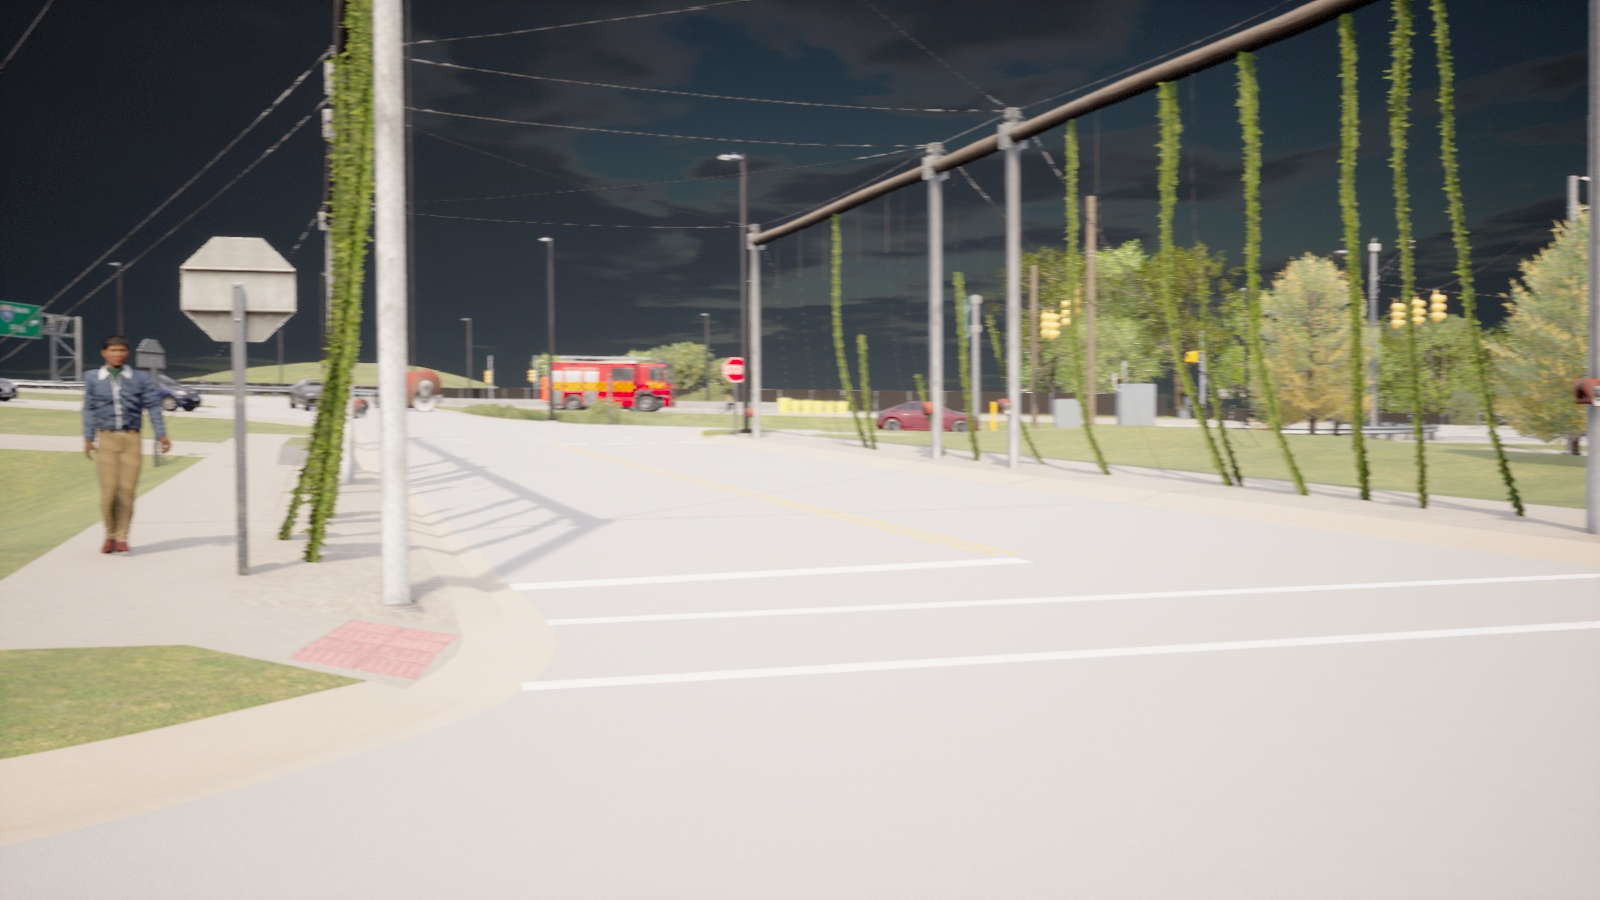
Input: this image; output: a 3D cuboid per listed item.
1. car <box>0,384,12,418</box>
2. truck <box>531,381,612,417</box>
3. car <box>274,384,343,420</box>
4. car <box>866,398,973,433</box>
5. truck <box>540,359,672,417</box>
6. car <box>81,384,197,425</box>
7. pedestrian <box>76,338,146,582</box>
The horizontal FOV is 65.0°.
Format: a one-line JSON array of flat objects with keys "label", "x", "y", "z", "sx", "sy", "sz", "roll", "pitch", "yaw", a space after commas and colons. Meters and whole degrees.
[{"label": "car", "x": -36.609, "y": -2.173, "z": 54.311, "sx": 3.806, "sy": 1.475, "sz": 1.970, "roll": 2, "pitch": 2, "yaw": 5}, {"label": "truck", "x": -16.304, "y": -3.612, "z": 89.806, "sx": 5.204, "sy": 2.467, "sz": 2.627, "roll": 0, "pitch": 1, "yaw": 4}, {"label": "car", "x": -24.661, "y": -2.455, "z": 62.941, "sx": 2.152, "sy": 1.651, "sz": 5.027, "roll": -3, "pitch": 5, "yaw": -34}, {"label": "car", "x": 4.718, "y": -1.382, "z": 50.043, "sx": 4.181, "sy": 1.385, "sz": 1.994, "roll": 0, "pitch": 1, "yaw": 3}, {"label": "truck", "x": -13.220, "y": -4.214, "z": 86.081, "sx": 8.468, "sy": 3.827, "sz": 2.891, "roll": 0, "pitch": 1, "yaw": 4}, {"label": "car", "x": -28.257, "y": -1.948, "z": 53.728, "sx": 3.988, "sy": 1.617, "sz": 1.851, "roll": 2, "pitch": 2, "yaw": 3}, {"label": "pedestrian", "x": -5.728, "y": 0.069, "z": 10.456, "sx": 0.423, "sy": 1.949, "sz": 0.788, "roll": -2, "pitch": 2, "yaw": -28}]
